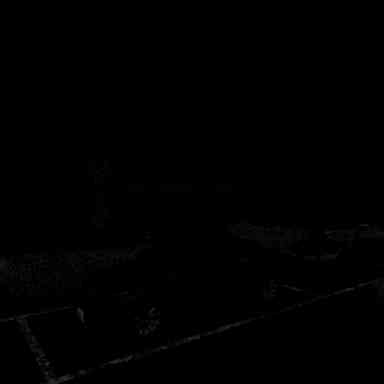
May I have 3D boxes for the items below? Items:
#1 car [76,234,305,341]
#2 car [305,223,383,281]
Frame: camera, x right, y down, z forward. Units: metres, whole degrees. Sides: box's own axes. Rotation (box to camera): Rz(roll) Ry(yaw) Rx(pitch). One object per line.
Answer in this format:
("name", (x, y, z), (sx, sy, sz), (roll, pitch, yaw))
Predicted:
("car", (0.005, 1.566, 6.539), (4.313, 1.339, 1.947), (0, 0, -35))
("car", (4.486, 1.582, 9.731), (4.206, 1.307, 1.802), (0, 0, -35))
